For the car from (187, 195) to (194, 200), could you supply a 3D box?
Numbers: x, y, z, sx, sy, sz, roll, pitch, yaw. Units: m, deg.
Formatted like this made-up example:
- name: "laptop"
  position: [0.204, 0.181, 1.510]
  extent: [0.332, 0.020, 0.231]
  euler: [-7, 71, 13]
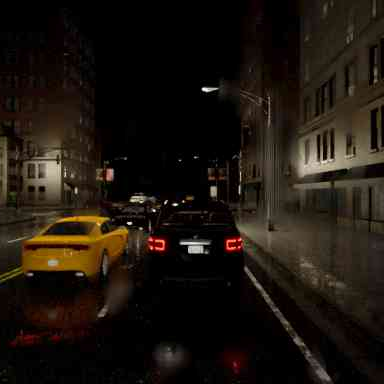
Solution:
- name: "car"
  position: [-0.510, 1.442, 91.484]
  extent: [1.895, 1.301, 4.718]
  euler: [0, 0, 0]

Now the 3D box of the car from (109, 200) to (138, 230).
- name: "car"
  position: [-3.258, 1.477, 19.784]
  extent: [1.882, 1.535, 5.008]
  euler: [0, 0, 0]

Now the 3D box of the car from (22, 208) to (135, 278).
- name: "car"
  position: [-3.205, 1.478, 10.124]
  extent: [1.882, 1.535, 5.008]
  euler: [0, 0, 0]

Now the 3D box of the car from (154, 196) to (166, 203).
- name: "car"
  position: [-6.903, 1.525, 72.362]
  extent: [2.033, 1.411, 5.357]
  euler: [0, 0, 0]

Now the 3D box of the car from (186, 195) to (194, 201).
- name: "car"
  position: [-0.451, 1.457, 81.034]
  extent: [1.882, 1.535, 5.008]
  euler: [0, 0, 0]

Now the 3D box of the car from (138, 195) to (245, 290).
- name: "car"
  position: [0.051, 1.221, 9.210]
  extent: [2.150, 2.045, 5.566]
  euler: [0, 0, 0]

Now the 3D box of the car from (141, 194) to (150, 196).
- name: "car"
  position: [-6.897, 1.539, 56.840]
  extent: [2.033, 1.411, 5.357]
  euler: [0, 0, 0]

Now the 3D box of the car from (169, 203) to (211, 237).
- name: "car"
  position: [-0.103, 1.491, 19.077]
  extent: [2.128, 1.511, 4.902]
  euler: [0, 0, 0]

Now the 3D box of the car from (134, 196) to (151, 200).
- name: "car"
  position: [-6.408, 1.562, 44.549]
  extent: [1.994, 1.385, 4.181]
  euler: [0, 0, -8]

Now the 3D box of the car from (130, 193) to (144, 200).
- name: "car"
  position: [-10.154, 1.211, 62.634]
  extent: [2.150, 2.045, 5.566]
  euler: [0, 0, 0]

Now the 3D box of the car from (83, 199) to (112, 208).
- name: "car"
  position: [-11.538, 1.576, 41.112]
  extent: [1.994, 1.385, 4.181]
  euler: [0, 0, 23]

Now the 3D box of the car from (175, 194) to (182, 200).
- name: "car"
  position: [-3.760, 1.347, 91.436]
  extent: [1.837, 1.490, 4.892]
  euler: [0, 0, 0]

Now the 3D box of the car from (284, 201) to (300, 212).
- name: "car"
  position: [12.569, 1.600, 37.742]
  extent: [4.181, 1.385, 1.994]
  euler: [0, 0, 0]

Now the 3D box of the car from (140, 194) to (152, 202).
- name: "car"
  position: [-10.165, 1.339, 74.414]
  extent: [2.097, 1.767, 4.553]
  euler: [0, 0, 0]
